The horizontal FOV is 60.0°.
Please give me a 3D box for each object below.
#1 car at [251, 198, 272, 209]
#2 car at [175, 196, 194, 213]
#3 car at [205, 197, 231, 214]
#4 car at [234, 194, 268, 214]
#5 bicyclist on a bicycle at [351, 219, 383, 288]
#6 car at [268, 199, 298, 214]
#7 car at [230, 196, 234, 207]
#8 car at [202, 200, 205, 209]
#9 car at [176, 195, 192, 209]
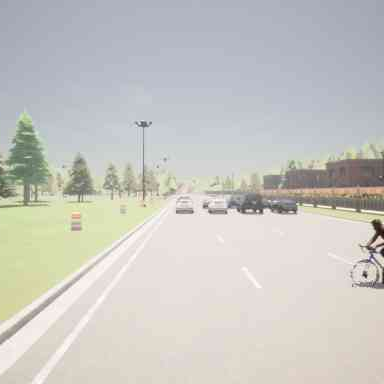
[{"bbox_3d":[9.441,1.564,45.422,1.994,1.385,4.181,0,0,-1],"label":"car"},{"bbox_3d":[-0.791,1.526,36.260,1.812,1.442,4.674,0,0,-1],"label":"car"},{"bbox_3d":[2.724,1.526,35.685,1.812,1.442,4.674,0,0,-1],"label":"car"},{"bbox_3d":[6.211,1.221,35.828,2.150,2.045,5.566,0,0,0],"label":"car"},{"bbox_3d":[4.534,1.455,7.842,1.656,1.620,0.582,-2,0,-1],"label":"bicyclist on a bicycle"},{"bbox_3d":[9.725,1.491,35.433,2.128,1.511,4.902,0,0,-1],"label":"car"},{"bbox_3d":[5.929,1.352,46.304,2.097,1.767,4.553,0,0,-1],"label":"car"},{"bbox_3d":[2.432,1.601,45.794,1.895,1.301,4.718,0,0,-1],"label":"car"},{"bbox_3d":[-1.071,1.352,46.271,2.097,1.767,4.553,0,0,-1],"label":"car"}]
